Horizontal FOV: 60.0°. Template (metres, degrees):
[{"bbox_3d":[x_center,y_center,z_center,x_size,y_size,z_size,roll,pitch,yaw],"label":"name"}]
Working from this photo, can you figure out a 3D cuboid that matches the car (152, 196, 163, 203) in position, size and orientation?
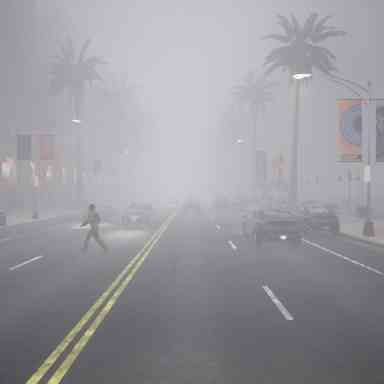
[{"bbox_3d":[-7.012,1.502,66.914,1.837,1.490,4.892,0,0,1],"label":"car"}]

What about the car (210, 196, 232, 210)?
[{"bbox_3d":[3.488,1.352,42.248,2.097,1.767,4.553,0,0,0],"label":"car"}]

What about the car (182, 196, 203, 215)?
[{"bbox_3d":[0.007,1.505,34.311,1.837,1.490,4.892,0,0,0],"label":"car"}]

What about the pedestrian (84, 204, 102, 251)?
[{"bbox_3d":[-3.618,1.294,12.170,0.375,1.860,0.375,0,0,0],"label":"pedestrian"}]

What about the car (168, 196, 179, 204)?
[{"bbox_3d":[-3.572,1.492,64.068,2.128,1.511,4.902,0,0,1],"label":"car"}]

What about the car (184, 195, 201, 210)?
[{"bbox_3d":[-0.014,1.352,44.309,2.097,1.767,4.553,0,0,-1],"label":"car"}]

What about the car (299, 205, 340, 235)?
[{"bbox_3d":[6.538,1.481,18.604,2.231,1.521,4.892,0,0,0],"label":"car"}]

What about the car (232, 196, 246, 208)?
[{"bbox_3d":[6.470,1.354,47.979,2.185,1.767,4.553,0,0,0],"label":"car"}]

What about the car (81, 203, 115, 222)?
[{"bbox_3d":[-7.169,1.564,25.969,1.994,1.385,4.181,0,0,0],"label":"car"}]

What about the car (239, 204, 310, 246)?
[{"bbox_3d":[3.556,1.505,15.386,1.837,1.490,4.892,0,0,0],"label":"car"}]

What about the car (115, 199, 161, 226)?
[{"bbox_3d":[-3.662,1.490,23.376,2.128,1.511,4.902,0,0,0],"label":"car"}]

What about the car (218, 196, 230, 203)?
[{"bbox_3d":[6.719,1.513,69.909,2.161,1.482,4.786,0,0,0],"label":"car"}]
